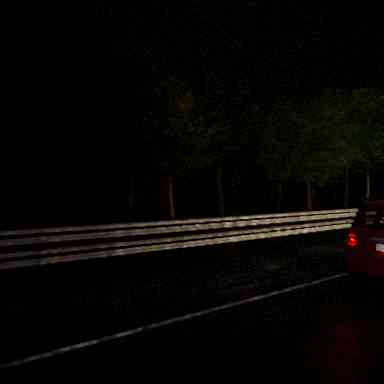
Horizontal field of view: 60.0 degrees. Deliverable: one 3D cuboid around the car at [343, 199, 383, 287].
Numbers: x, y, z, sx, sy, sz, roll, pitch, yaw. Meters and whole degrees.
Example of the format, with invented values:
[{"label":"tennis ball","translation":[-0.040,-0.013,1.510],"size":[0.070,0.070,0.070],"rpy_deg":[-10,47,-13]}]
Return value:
[{"label":"car","translation":[5.918,1.184,7.992],"size":[5.566,2.045,2.150],"rpy_deg":[0,0,-35]}]
